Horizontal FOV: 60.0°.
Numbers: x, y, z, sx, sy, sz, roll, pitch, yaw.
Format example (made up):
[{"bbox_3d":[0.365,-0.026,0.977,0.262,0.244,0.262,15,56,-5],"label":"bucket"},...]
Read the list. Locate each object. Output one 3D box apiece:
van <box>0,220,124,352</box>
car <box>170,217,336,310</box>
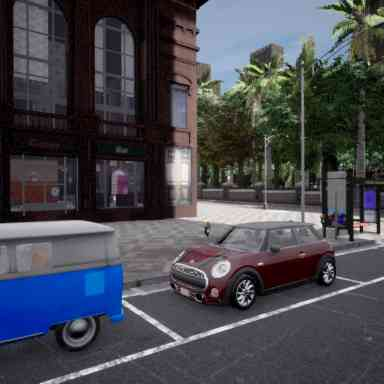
[{"bbox_3d":[-2.941,1.341,4.557,3.998,1.788,1.690,0,0,-36],"label":"van"},{"bbox_3d":[1.475,1.439,7.710,4.097,1.590,1.967,0,0,-36],"label":"car"}]
